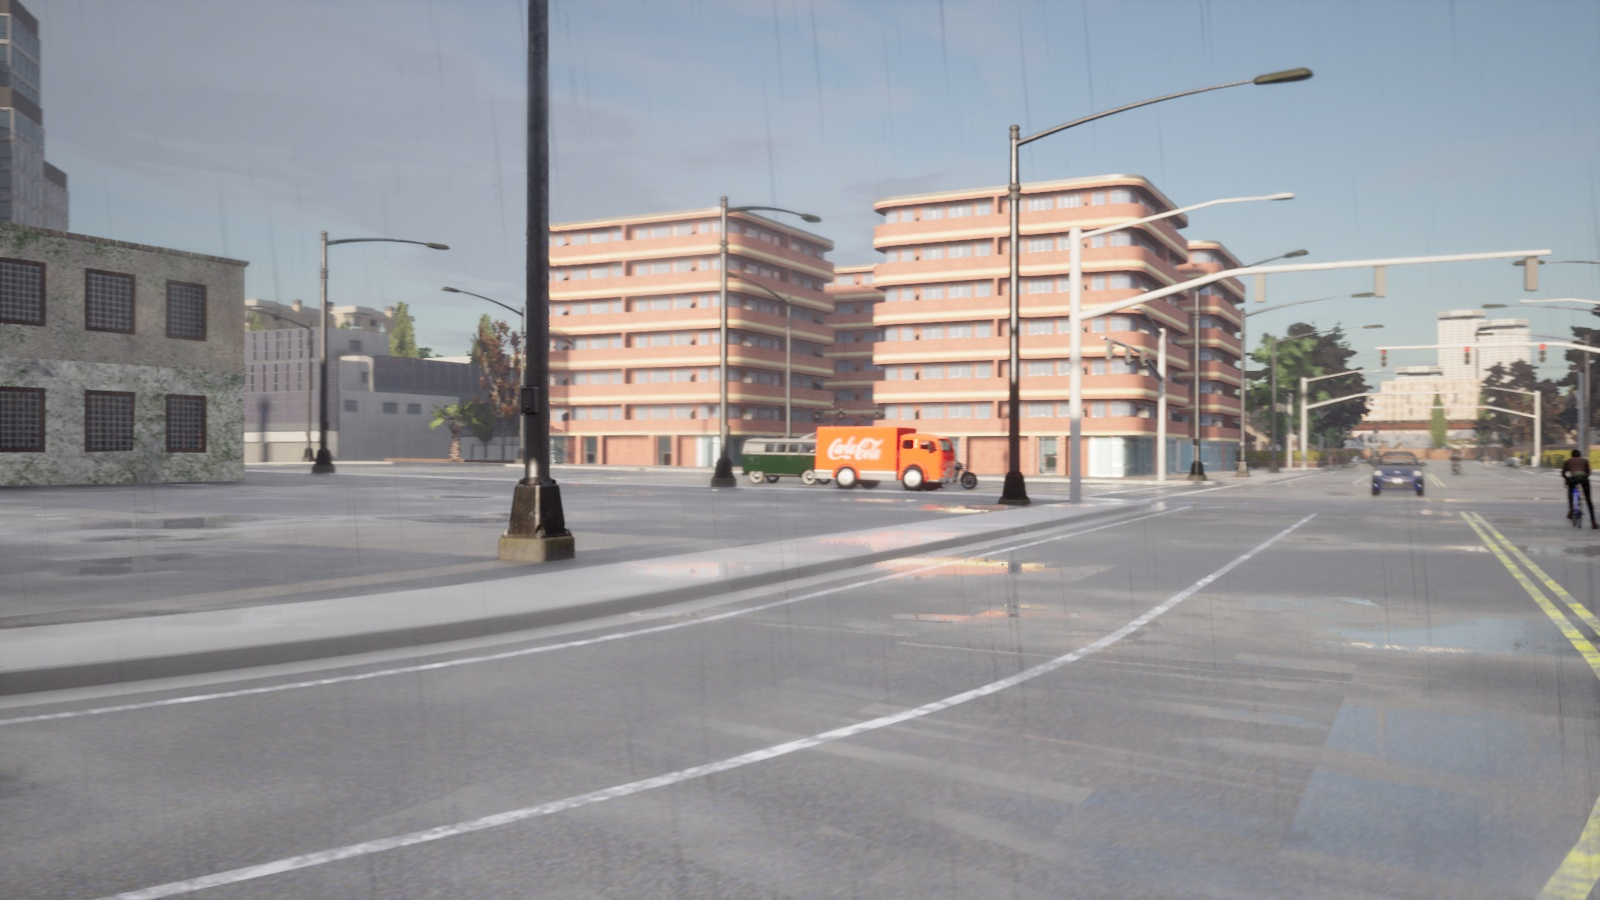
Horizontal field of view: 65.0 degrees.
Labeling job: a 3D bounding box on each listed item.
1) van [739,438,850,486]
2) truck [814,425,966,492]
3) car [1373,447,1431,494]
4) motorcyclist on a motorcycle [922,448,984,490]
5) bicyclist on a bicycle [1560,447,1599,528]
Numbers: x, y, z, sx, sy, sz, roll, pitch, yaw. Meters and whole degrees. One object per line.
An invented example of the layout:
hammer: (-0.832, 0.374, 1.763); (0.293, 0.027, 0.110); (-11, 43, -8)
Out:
van: (-0.257, 0.491, 54.359); (4.442, 1.987, 1.775); (1, 0, 27)
truck: (3.475, 0.300, 48.491); (5.204, 2.467, 2.627); (1, 0, 27)
car: (22.007, 0.719, 45.881); (1.851, 1.617, 3.988); (0, 0, 26)
motorcyclist on a motorcycle: (6.200, 0.752, 50.955); (2.350, 1.649, 0.766); (1, 0, 26)
bicyclist on a bicycle: (16.004, 0.748, 25.732); (0.582, 1.620, 1.656); (0, -1, 26)
